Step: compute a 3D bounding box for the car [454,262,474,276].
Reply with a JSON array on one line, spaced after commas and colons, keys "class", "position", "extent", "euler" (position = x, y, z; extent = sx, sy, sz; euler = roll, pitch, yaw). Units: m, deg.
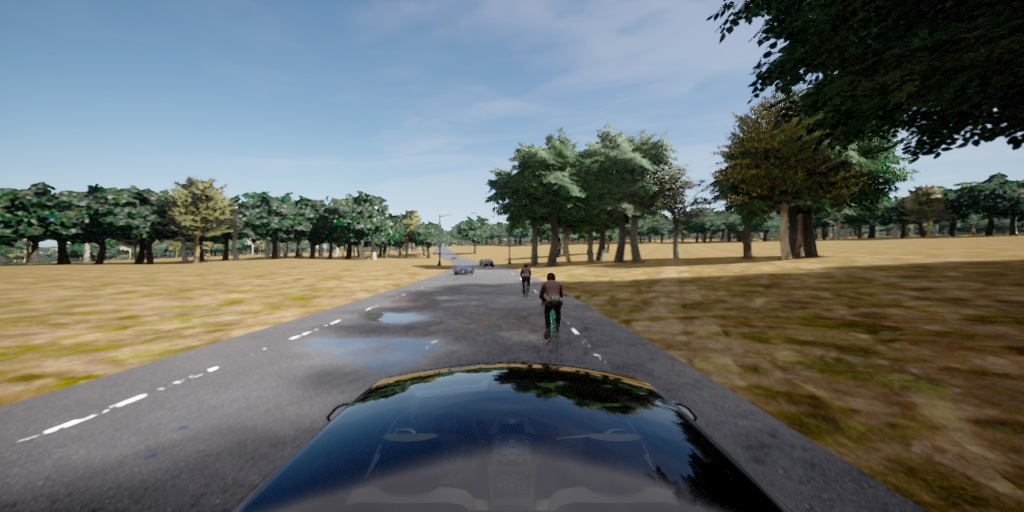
[{"class": "car", "position": [-5.089, 1.381, 38.375], "extent": [1.994, 1.385, 4.181], "euler": [0, 0, -4]}]

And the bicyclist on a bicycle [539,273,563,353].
[{"class": "bicyclist on a bicycle", "position": [0.883, 1.203, 7.914], "extent": [0.582, 1.620, 1.656], "euler": [0, 0, -1]}]

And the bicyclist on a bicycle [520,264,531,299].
[{"class": "bicyclist on a bicycle", "position": [0.665, 1.213, 16.975], "extent": [0.582, 1.620, 1.656], "euler": [0, 0, -2]}]
